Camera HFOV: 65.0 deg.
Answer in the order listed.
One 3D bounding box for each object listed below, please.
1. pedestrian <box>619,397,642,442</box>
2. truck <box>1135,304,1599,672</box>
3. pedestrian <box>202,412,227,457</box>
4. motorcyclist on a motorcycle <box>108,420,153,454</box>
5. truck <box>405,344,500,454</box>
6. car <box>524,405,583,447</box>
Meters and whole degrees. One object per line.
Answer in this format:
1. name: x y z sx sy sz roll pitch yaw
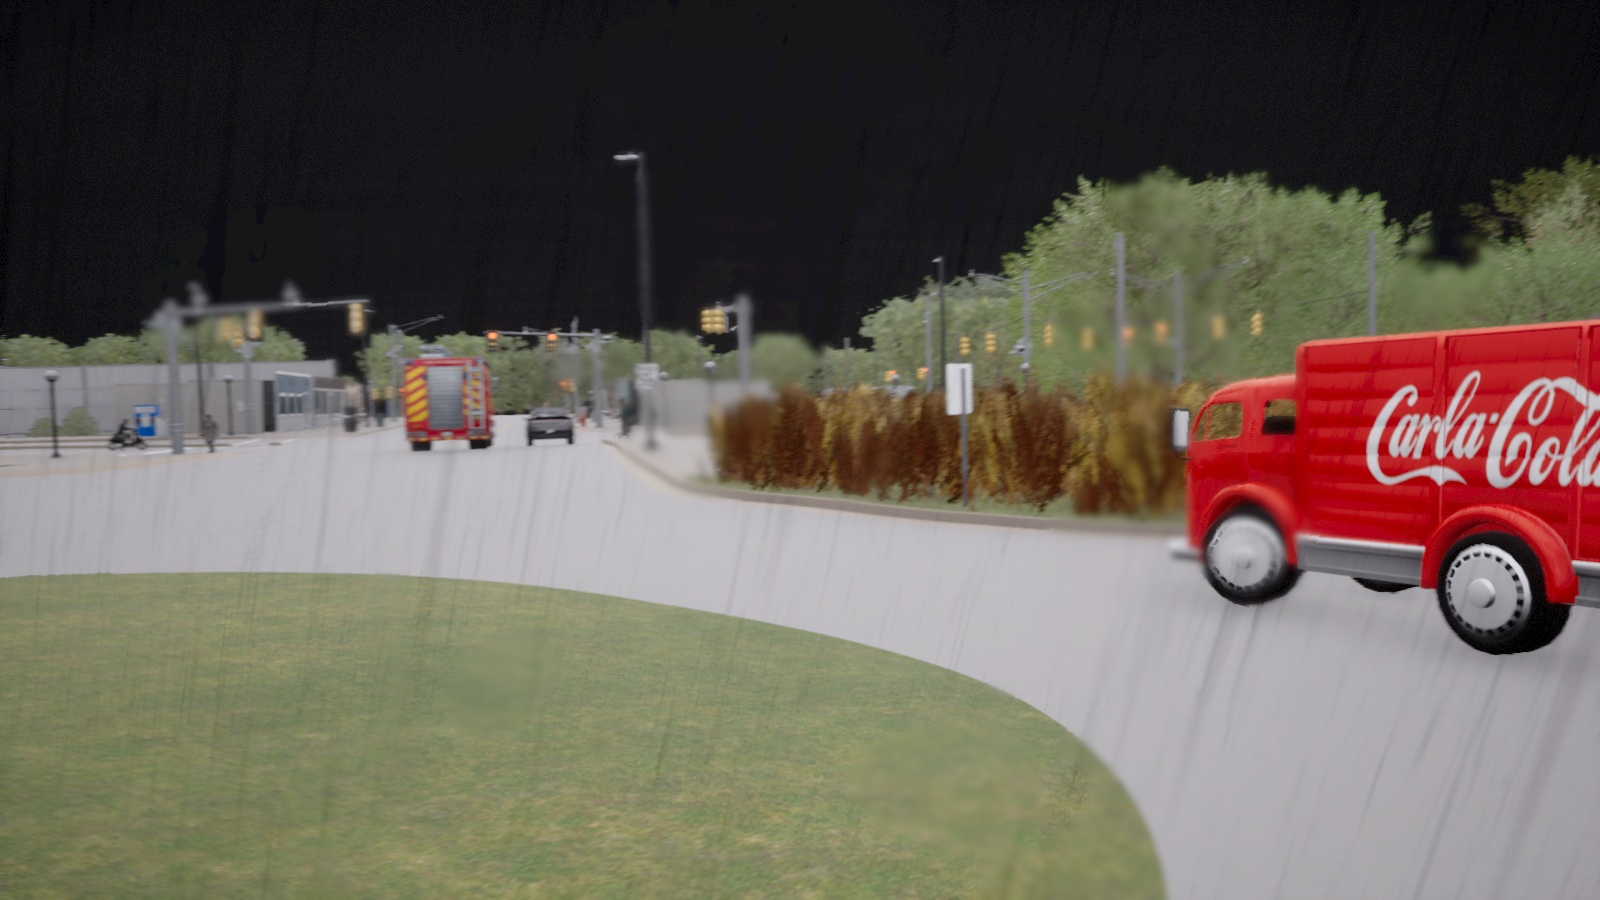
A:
1. pedestrian: -7.423 -1.326 55.017 0.788 1.949 0.423 -1 4 19
2. truck: 5.673 0.212 10.849 2.627 2.467 5.204 -1 1 -25
3. pedestrian: -26.072 -0.686 55.954 0.659 1.952 0.873 -2 3 -4
4. motorcyclist on a motorcycle: -33.308 -0.658 62.509 1.817 1.590 0.866 -1 3 -16
5. truck: -13.375 -1.922 48.952 2.891 3.827 8.468 -2 2 -12
6. car: -9.843 -0.964 50.186 2.128 1.511 4.902 -2 1 -11
